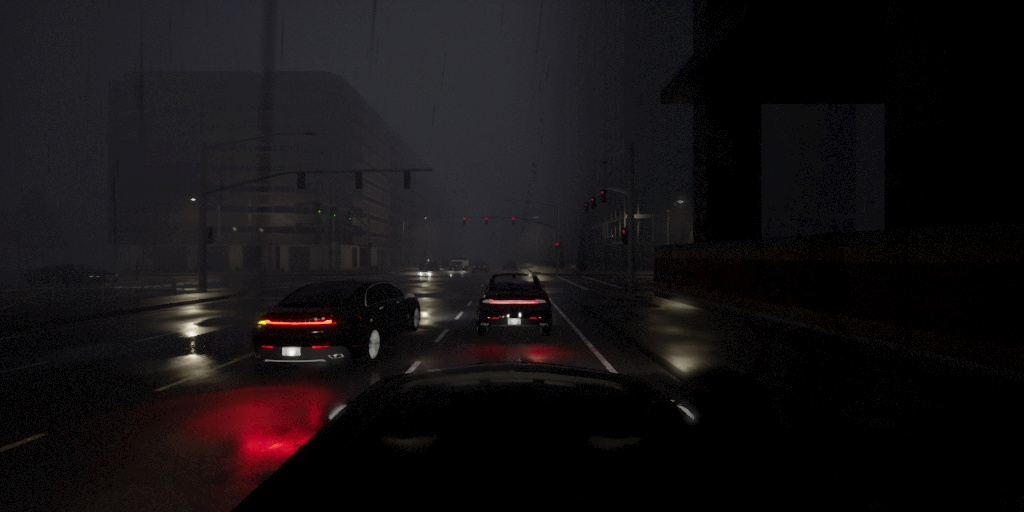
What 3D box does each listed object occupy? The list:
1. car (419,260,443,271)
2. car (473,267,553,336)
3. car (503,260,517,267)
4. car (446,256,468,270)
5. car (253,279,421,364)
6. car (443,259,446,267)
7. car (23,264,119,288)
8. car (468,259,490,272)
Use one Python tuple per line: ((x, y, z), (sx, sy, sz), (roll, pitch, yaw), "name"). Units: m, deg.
((-10.968, 1.227, 47.498), (2.128, 1.511, 4.902), (0, 0, 0), "car")
((0.060, 1.239, 10.381), (2.128, 1.511, 4.902), (0, 0, 0), "car")
((-0.283, 1.264, 49.981), (1.812, 1.442, 4.674), (0, 0, 0), "car")
((-7.481, 0.960, 51.107), (2.150, 2.045, 5.566), (0, 0, 0), "car")
((-3.450, 1.253, 8.061), (1.837, 1.490, 4.892), (0, 0, 0), "car")
((-10.871, 1.213, 61.846), (1.882, 1.535, 5.008), (0, 0, 1), "car")
((-29.055, 1.291, 23.752), (4.902, 1.511, 2.128), (0, 0, 0), "car")
((-3.764, 1.285, 43.672), (2.033, 1.411, 5.357), (0, 0, -1), "car")
